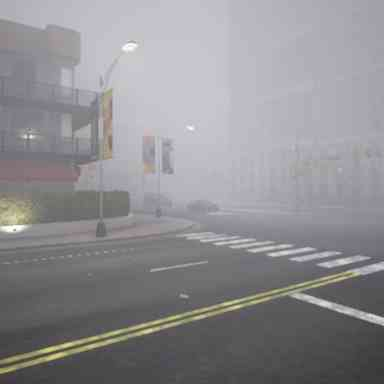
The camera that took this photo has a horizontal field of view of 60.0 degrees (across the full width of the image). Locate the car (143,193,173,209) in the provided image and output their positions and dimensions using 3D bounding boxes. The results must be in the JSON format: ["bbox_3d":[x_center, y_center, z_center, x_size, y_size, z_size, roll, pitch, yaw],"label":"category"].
[{"bbox_3d":[-4.778,1.147,45.601,2.150,2.045,5.566,0,0,-34],"label":"car"}]

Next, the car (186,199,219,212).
[{"bbox_3d":[1.147,1.491,36.959,1.994,1.385,4.181,0,0,-35],"label":"car"}]
